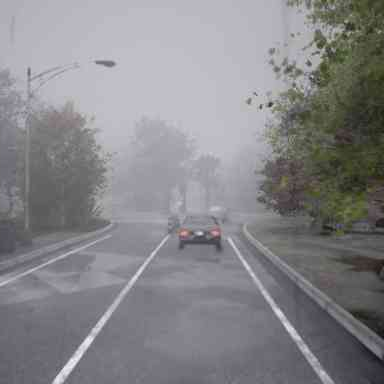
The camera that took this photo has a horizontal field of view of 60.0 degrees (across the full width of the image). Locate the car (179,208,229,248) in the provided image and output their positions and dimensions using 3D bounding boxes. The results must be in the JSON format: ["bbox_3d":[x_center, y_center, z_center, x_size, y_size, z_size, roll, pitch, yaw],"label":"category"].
[{"bbox_3d":[0.392,1.696,15.460,2.033,1.411,5.357,0,-1,2],"label":"car"}]

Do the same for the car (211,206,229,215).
[{"bbox_3d":[2.459,2.118,32.258,1.812,1.442,4.674,-1,-2,12],"label":"car"}]
